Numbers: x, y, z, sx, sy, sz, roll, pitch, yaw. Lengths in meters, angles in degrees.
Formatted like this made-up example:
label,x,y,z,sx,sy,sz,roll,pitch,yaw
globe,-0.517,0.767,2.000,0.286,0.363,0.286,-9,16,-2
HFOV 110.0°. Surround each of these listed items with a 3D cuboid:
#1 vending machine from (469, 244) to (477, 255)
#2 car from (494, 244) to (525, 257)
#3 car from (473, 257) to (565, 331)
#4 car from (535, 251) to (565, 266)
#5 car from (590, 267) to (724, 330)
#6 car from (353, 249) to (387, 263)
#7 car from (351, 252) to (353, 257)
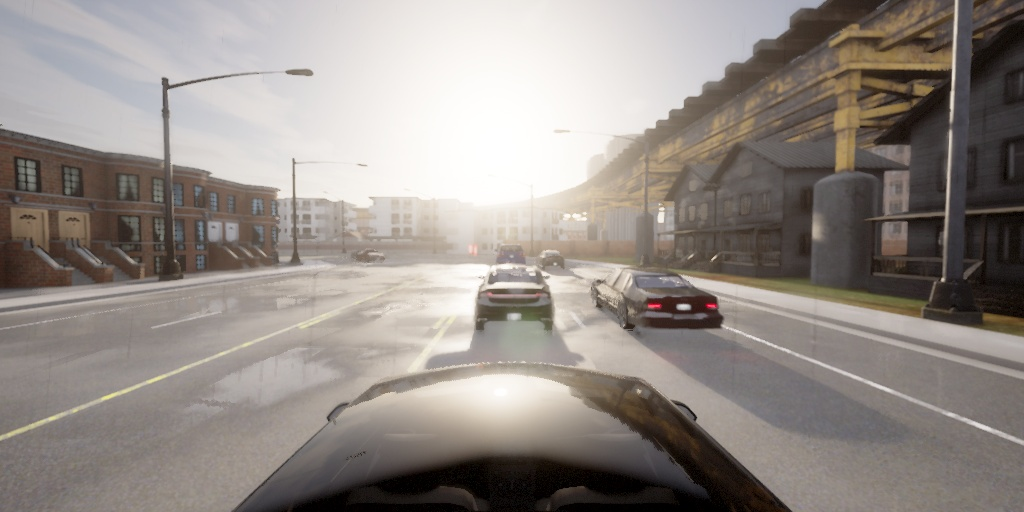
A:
label,x,y,z,sx,sy,sz,roll,pitch,yaw
vending machine,-6.389,-1.013,58.781,0.880,2.100,1.100,0,0,39
car,-0.216,0.037,28.900,2.150,2.045,5.566,0,2,-4
car,0.063,0.963,9.830,2.128,1.511,4.902,0,2,0
car,3.128,0.282,30.059,1.837,1.490,4.892,0,2,-5
car,3.565,1.016,9.919,2.033,1.411,5.357,0,2,0
car,-15.690,-0.031,39.780,1.812,1.442,4.674,-1,2,-41
car,-19.010,-0.273,47.451,5.357,1.411,2.033,1,2,30
